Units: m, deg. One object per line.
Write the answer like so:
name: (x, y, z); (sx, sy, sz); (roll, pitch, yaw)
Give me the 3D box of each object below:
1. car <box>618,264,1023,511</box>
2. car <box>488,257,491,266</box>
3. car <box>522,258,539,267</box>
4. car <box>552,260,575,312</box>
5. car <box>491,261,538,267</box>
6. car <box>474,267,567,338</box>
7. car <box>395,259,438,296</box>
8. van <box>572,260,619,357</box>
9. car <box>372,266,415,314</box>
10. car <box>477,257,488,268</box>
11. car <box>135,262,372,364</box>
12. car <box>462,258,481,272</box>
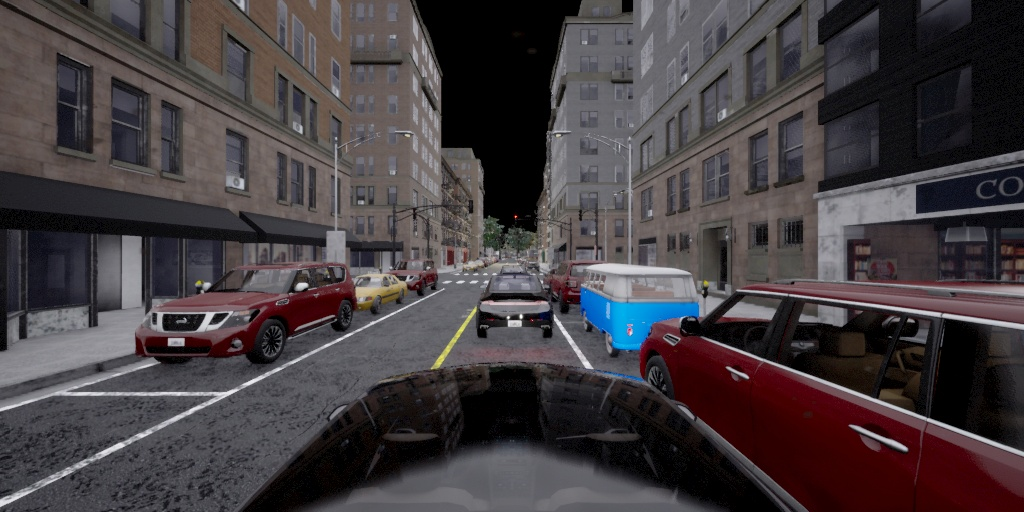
car: (2.638, 1.065, 2.587); (2.192, 1.841, 5.009); (0, 0, 0)
car: (-5.365, 1.061, 63.084); (2.192, 1.841, 5.009); (0, 0, 0)
car: (2.670, 1.297, 46.633); (2.007, 1.370, 4.403); (0, 0, 0)
car: (2.646, 1.064, 13.945); (2.192, 1.841, 5.009); (0, 0, 0)
car: (0.082, 1.240, 20.191); (2.128, 1.511, 4.902); (0, 0, -1)
car: (0.079, 1.241, 10.140); (2.128, 1.511, 4.902); (0, 0, 0)
car: (-5.388, 1.063, 19.631); (2.192, 1.841, 5.009); (0, 0, 0)
van: (2.642, 1.091, 8.266); (1.690, 1.789, 3.998); (0, 0, 0)
car: (-5.391, 1.275, 13.782); (1.751, 1.417, 4.829); (0, 0, 0)
car: (-5.371, 1.272, 57.432); (1.751, 1.417, 4.829); (0, 0, 0)
car: (-5.394, 1.064, 8.274); (2.192, 1.841, 5.009); (0, 0, 0)
car: (-5.383, 1.272, 46.468); (1.751, 1.417, 4.829); (0, 0, 0)
